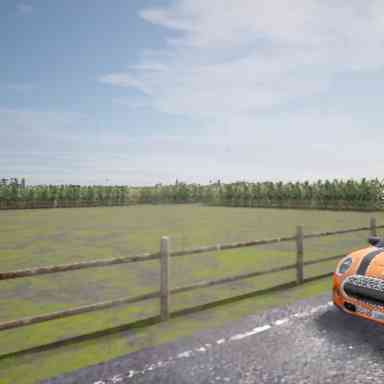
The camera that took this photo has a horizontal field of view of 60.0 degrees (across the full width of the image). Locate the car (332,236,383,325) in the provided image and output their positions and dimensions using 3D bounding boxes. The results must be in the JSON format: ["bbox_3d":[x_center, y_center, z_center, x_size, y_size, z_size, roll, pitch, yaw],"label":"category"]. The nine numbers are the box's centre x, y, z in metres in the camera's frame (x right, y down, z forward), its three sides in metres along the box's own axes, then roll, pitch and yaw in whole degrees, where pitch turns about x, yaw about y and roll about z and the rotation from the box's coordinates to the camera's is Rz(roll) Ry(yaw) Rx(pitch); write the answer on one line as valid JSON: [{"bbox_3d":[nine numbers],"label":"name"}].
[{"bbox_3d":[4.755,1.326,6.459,4.553,1.767,2.097,0,0,-36],"label":"car"}]
